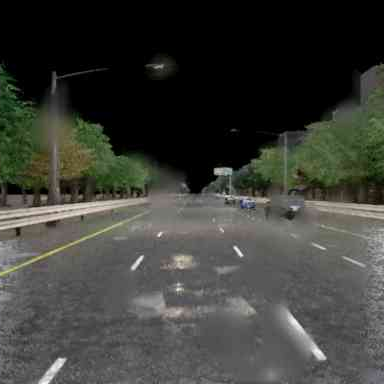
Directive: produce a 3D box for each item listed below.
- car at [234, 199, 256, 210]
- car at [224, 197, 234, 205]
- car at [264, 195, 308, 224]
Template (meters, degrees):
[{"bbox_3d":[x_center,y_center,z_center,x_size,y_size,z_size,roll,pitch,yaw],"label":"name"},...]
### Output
[{"bbox_3d":[7.122,1.638,43.972,1.812,1.442,4.674,0,0,0],"label":"car"},{"bbox_3d":[7.245,1.696,63.589,1.812,1.442,4.674,0,0,0],"label":"car"},{"bbox_3d":[7.044,1.272,25.328,2.150,2.045,5.566,0,0,0],"label":"car"}]
